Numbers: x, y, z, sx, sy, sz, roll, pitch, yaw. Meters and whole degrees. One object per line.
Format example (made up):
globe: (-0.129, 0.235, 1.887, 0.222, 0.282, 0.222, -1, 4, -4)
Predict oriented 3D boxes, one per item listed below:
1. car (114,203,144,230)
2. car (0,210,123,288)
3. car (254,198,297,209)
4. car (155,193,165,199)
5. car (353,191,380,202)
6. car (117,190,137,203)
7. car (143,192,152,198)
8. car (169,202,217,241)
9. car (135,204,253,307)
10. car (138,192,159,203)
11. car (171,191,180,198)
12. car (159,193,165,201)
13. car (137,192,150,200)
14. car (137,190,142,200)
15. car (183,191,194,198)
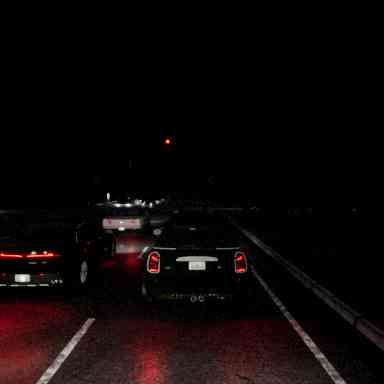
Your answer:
car: (-3.437, 1.487, 18.441, 1.895, 1.301, 4.718, 0, 0, 0)
car: (-3.416, 1.468, 9.120, 1.837, 1.490, 4.892, 0, 0, 0)
car: (9.714, 1.308, 39.003, 4.718, 1.301, 1.895, 0, 0, -3)
car: (-7.307, 0.871, 76.490, 2.033, 1.411, 5.357, 0, 1, -1)
car: (21.116, 0.925, 39.665, 5.566, 2.045, 2.150, 0, 0, -3)
car: (-10.699, 0.929, 53.847, 2.097, 1.767, 4.553, 0, 0, 0)
car: (-11.073, 0.750, 83.734, 1.812, 1.442, 4.674, 0, 1, -2)
car: (0.060, 1.388, 17.264, 2.128, 1.511, 4.902, 0, 0, 1)
car: (0.087, 1.323, 8.068, 2.097, 1.767, 4.553, 0, 0, 0)
car: (-7.204, 1.106, 55.995, 2.033, 1.411, 5.357, 0, 1, 0)
car: (-4.146, 0.683, 85.372, 1.882, 1.535, 5.008, 0, 1, -4)
car: (-7.176, 1.006, 66.063, 2.033, 1.411, 5.357, 0, 1, 1)
car: (-10.737, 0.895, 73.512, 2.128, 1.511, 4.902, 0, 1, -1)
car: (-10.686, 0.710, 63.287, 2.150, 2.045, 5.566, 0, 1, 0)
car: (-0.686, 0.709, 86.072, 1.812, 1.442, 4.674, 0, 1, -4)
